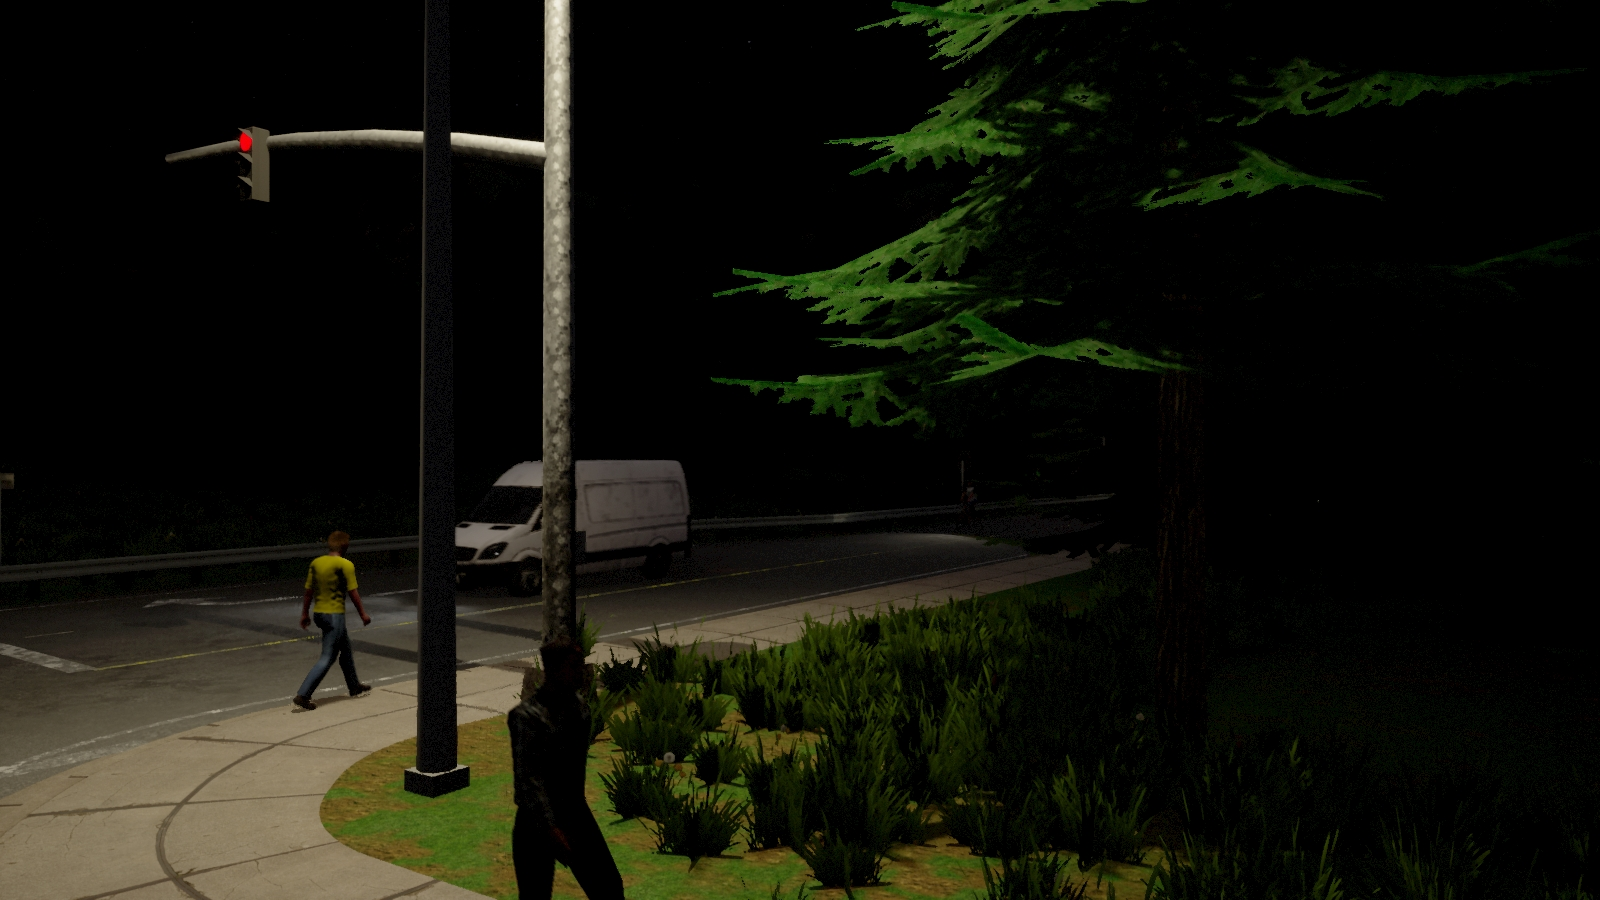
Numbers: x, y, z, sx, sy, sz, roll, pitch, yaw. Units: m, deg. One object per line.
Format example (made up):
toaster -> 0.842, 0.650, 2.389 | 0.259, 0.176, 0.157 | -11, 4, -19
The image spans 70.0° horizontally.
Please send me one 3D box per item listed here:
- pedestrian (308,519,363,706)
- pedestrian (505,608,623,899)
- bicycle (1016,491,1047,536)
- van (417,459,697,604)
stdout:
pedestrian -> -4.799, 1.663, 11.819 | 0.375, 1.860, 0.375 | 0, 0, 28
pedestrian -> -1.084, 1.692, 5.264 | 0.375, 1.860, 0.375 | 0, 0, 33
bicycle -> 7.633, 2.070, 37.699 | 0.373, 1.396, 1.643 | 0, 0, 35
van -> -4.785, 1.497, 23.572 | 1.988, 2.561, 5.915 | 0, 0, 34
